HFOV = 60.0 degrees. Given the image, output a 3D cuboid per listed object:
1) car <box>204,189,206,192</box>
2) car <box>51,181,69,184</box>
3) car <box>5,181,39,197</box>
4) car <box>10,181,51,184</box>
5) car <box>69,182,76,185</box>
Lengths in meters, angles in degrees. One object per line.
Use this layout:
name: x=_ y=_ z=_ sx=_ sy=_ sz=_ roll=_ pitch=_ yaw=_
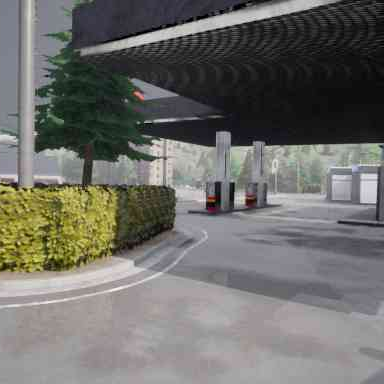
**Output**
car: x=4.889 y=-0.326 z=65.595 sx=5.027 sy=1.636 sz=2.152 roll=2 pitch=2 yaw=35
car: x=-26.774 y=-1.255 z=65.447 sx=3.866 sy=1.878 sz=1.905 roll=2 pitch=2 yaw=35
car: x=-21.759 y=-0.462 z=42.420 sx=4.605 sy=1.855 sz=1.932 roll=2 pitch=2 yaw=35
car: x=-17.226 y=-0.176 z=35.203 sx=3.866 sy=1.878 sz=1.905 roll=2 pitch=2 yaw=35
car: x=-25.437 y=-1.281 z=68.059 sx=4.605 sy=1.855 sz=1.932 roll=2 pitch=2 yaw=35
